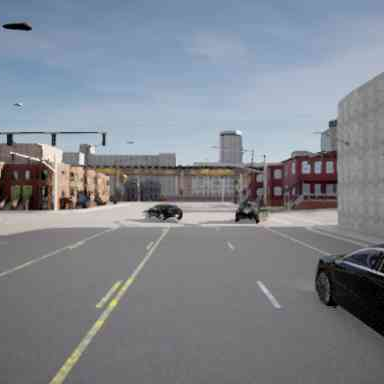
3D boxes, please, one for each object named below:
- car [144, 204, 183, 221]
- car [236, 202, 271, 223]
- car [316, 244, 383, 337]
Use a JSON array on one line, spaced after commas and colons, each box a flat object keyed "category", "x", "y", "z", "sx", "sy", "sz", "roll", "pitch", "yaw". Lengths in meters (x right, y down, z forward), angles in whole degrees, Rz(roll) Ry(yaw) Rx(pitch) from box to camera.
[{"category": "car", "x": -2.761, "y": 1.865, "z": 31.176, "sx": 1.837, "sy": 1.490, "sz": 4.892, "roll": 3, "pitch": -2, "yaw": -36}, {"category": "car", "x": 5.507, "y": 1.714, "z": 29.705, "sx": 2.097, "sy": 1.767, "sz": 4.553, "roll": 0, "pitch": -1, "yaw": 26}, {"category": "car", "x": 3.596, "y": 1.566, "z": 5.339, "sx": 2.128, "sy": 1.511, "sz": 4.902, "roll": 0, "pitch": -1, "yaw": 0}]
